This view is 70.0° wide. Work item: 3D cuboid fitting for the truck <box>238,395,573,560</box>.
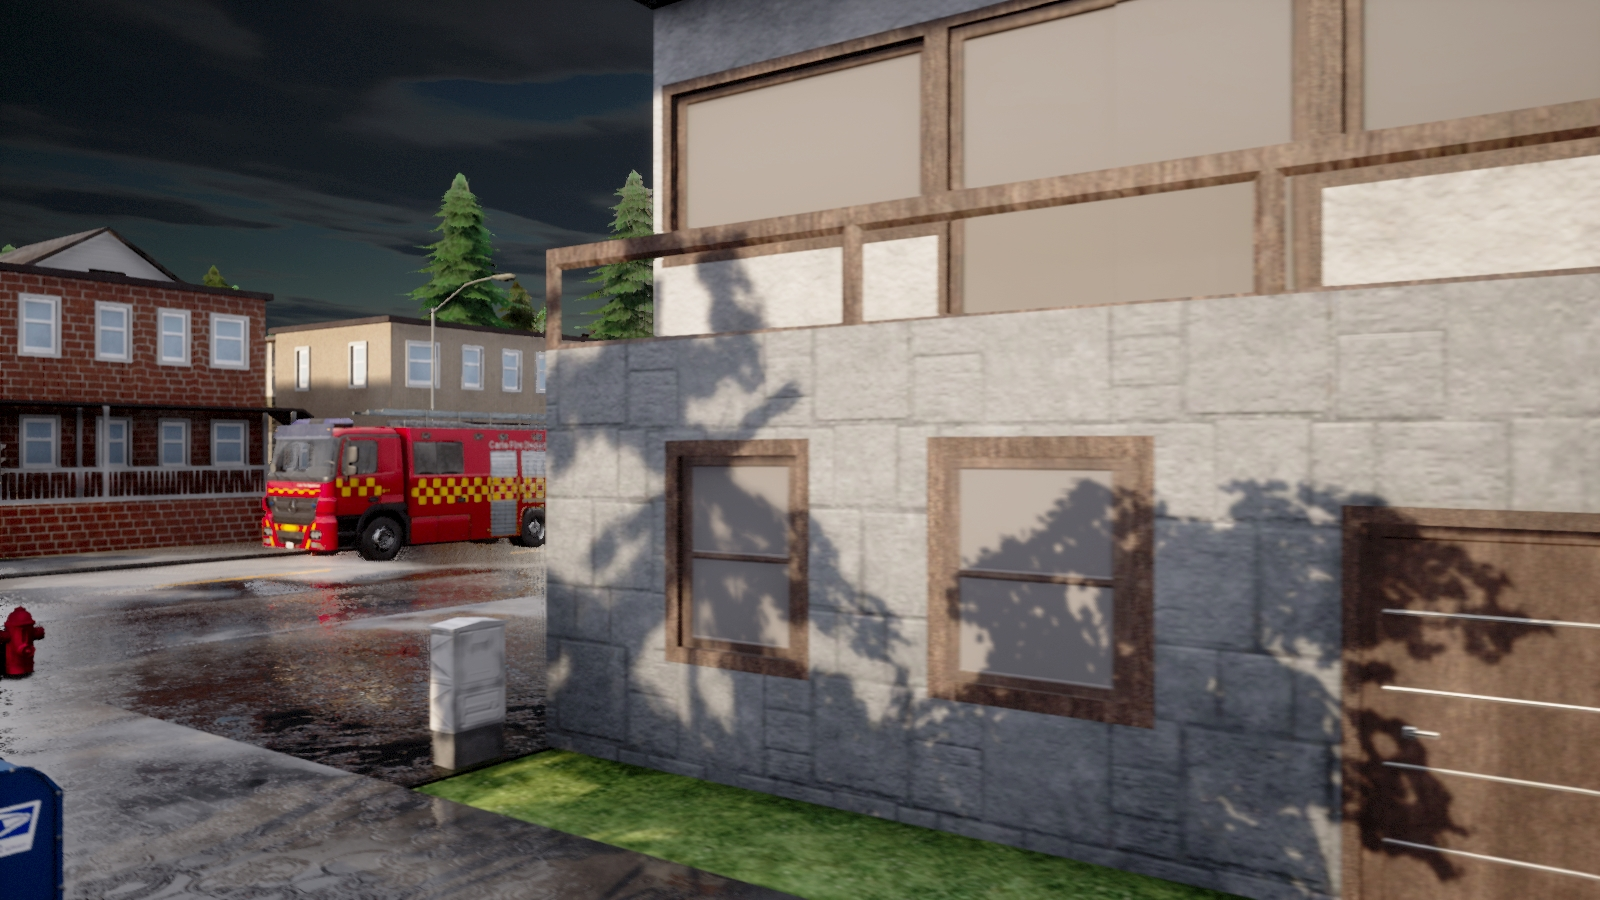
[{"bbox_3d":[-10.268,0.648,30.847,2.891,3.827,8.468,0,0,35],"label":"truck"}]
